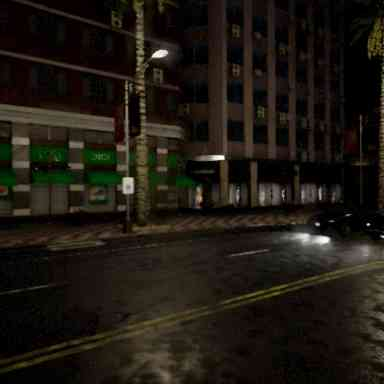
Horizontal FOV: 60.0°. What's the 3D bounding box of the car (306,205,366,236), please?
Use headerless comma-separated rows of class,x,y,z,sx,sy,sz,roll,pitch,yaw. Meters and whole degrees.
car,7.936,1.380,17.123,4.181,1.385,1.994,-1,0,-25

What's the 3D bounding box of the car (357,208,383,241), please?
car,9.536,1.422,14.013,4.718,1.301,1.895,-1,0,-25
